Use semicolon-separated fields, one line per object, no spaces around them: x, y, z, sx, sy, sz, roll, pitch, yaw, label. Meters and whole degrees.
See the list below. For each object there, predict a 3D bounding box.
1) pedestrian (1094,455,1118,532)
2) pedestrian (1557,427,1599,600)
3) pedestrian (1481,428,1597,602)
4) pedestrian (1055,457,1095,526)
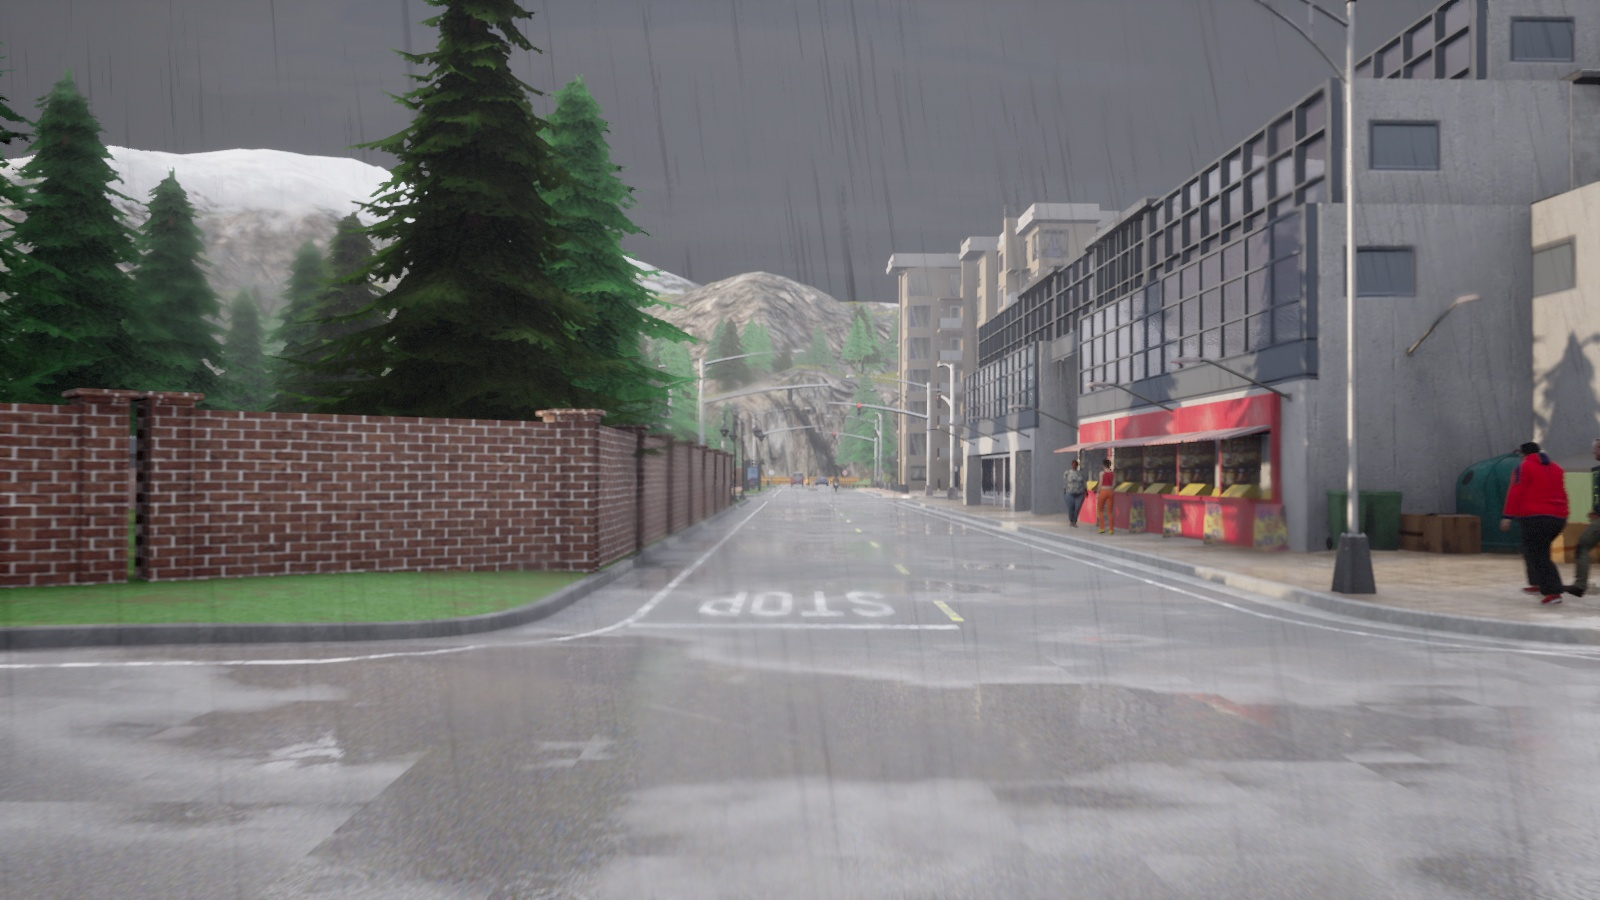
7.442;1.052;30.518;0.345;1.836;0.594;0;-1;-10;pedestrian
8.636;0.675;13.503;0.402;1.842;0.726;0;-1;-33;pedestrian
8.140;0.702;13.859;0.634;1.844;0.899;0;-1;-14;pedestrian
7.474;1.124;34.204;0.874;1.855;0.900;0;-1;-1;pedestrian
